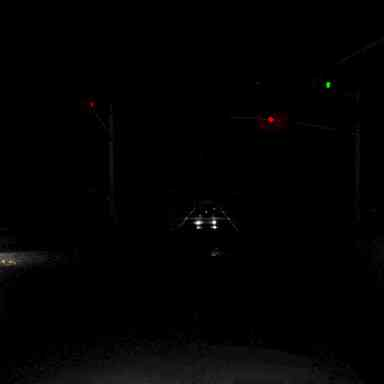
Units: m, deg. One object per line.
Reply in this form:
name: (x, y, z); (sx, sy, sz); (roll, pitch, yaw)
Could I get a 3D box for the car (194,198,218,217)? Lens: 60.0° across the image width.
car: (1.361, 1.491, 31.529); (1.812, 1.442, 4.674); (0, 0, 3)

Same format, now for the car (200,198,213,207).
car: (2.285, 1.566, 50.821); (1.895, 1.301, 4.718); (0, 0, 3)

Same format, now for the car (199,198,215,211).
car: (1.792, 1.470, 40.684); (1.837, 1.490, 4.892); (0, 0, 3)
